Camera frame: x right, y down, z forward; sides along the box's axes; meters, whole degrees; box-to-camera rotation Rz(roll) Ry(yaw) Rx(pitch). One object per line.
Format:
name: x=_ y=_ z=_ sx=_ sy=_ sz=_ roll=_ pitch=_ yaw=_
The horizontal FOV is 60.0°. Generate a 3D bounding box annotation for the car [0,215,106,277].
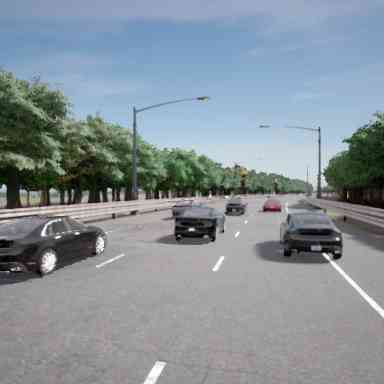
car: x=-4.405 y=1.496 z=10.374 sx=1.837 sy=1.490 sz=4.892 roll=0 pitch=0 yaw=12

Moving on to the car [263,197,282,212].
car: x=9.127 y=1.538 z=37.749 sx=1.994 sy=1.385 sz=4.181 roll=0 pitch=0 yaw=15

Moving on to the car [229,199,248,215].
car: x=4.555 y=1.477 z=33.729 sx=1.837 sy=1.490 sz=4.892 roll=0 pitch=-1 yaw=14

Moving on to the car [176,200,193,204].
car: x=-0.329 y=1.468 z=28.510 sx=2.128 sy=1.511 sz=4.902 roll=0 pitch=0 yaw=13

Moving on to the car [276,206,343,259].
car: x=4.366 y=1.496 z=12.685 sx=1.837 sy=1.490 sz=4.892 roll=0 pitch=0 yaw=12

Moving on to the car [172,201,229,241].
car: x=0.528 y=1.464 z=16.659 sx=1.882 sy=1.535 sz=5.008 roll=0 pitch=0 yaw=12

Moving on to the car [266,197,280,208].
car: x=11.591 y=1.499 z=47.489 sx=1.812 sy=1.442 sz=4.674 roll=0 pitch=0 yaw=16
